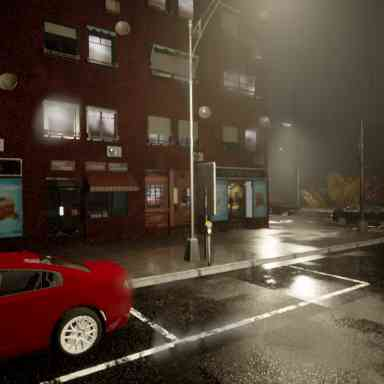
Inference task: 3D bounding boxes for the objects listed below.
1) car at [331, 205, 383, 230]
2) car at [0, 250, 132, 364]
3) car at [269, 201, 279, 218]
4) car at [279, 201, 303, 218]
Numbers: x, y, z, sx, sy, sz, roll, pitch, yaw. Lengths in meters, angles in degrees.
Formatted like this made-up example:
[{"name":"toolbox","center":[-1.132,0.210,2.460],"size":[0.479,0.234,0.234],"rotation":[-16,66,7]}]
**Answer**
[{"name":"car","center":[11.731,1.602,22.055],"size":[2.128,1.511,4.902],"rotation":[-1,0,-35]},{"name":"car","center":[-3.046,1.545,4.401],"size":[4.507,1.381,1.887],"rotation":[0,-1,-35]},{"name":"car","center":[5.384,1.547,31.148],"size":[2.097,1.767,4.553],"rotation":[-1,0,-35]},{"name":"car","center":[8.409,1.627,32.493],"size":[1.882,1.535,5.008],"rotation":[-1,0,-35]}]
